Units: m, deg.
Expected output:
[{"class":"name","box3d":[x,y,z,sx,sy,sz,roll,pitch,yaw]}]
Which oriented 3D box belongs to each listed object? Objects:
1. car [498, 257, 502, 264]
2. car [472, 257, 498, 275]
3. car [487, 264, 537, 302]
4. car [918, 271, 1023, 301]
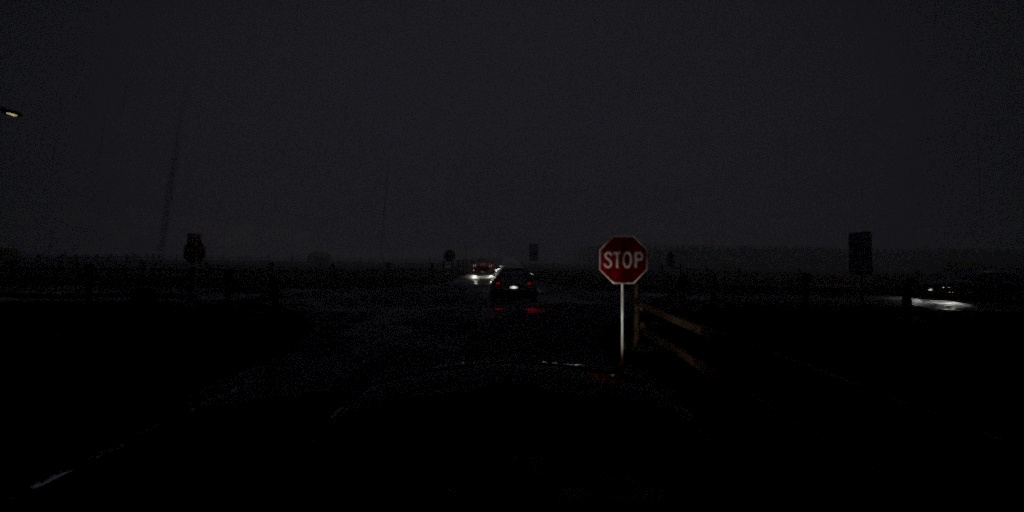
[{"class":"car","box3d":[-2.891,1.036,52.090,1.837,1.490,4.892,0,2,0]},{"class":"car","box3d":[-2.882,0.950,36.963,2.097,1.767,4.553,0,0,0]},{"class":"car","box3d":[0.077,1.248,16.607,1.994,1.385,4.181,0,0,0]},{"class":"car","box3d":[24.205,1.541,18.699,4.892,1.490,1.837,1,-1,-1]}]
